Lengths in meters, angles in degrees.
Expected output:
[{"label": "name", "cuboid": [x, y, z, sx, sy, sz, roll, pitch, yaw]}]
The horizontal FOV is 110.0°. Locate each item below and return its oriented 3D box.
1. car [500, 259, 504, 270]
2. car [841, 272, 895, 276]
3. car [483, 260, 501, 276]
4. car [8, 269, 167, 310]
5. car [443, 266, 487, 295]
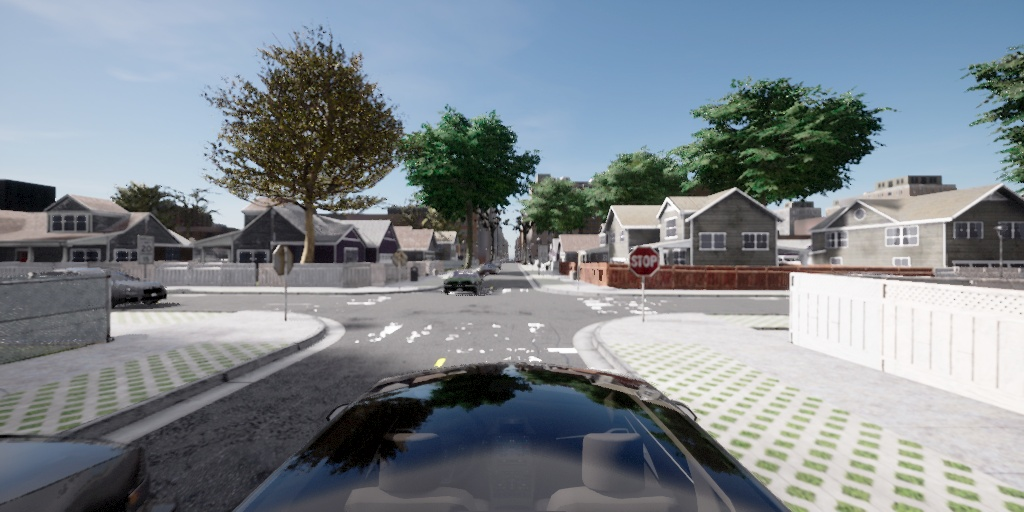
[{"label": "car", "cuboid": [-2.688, 1.509, 60.443, 1.837, 1.490, 4.892, 0, 0, 0]}, {"label": "car", "cuboid": [16.497, 1.489, 16.946, 5.357, 1.411, 2.033, 0, 0, 0]}, {"label": "car", "cuboid": [-2.709, 1.548, 42.645, 2.033, 1.411, 5.357, 0, 0, 0]}, {"label": "car", "cuboid": [-16.432, 1.248, 14.031, 4.892, 1.490, 1.837, 0, 0, 0]}, {"label": "car", "cuboid": [-2.732, 1.466, 20.906, 1.895, 1.301, 4.718, 0, 0, 0]}]
